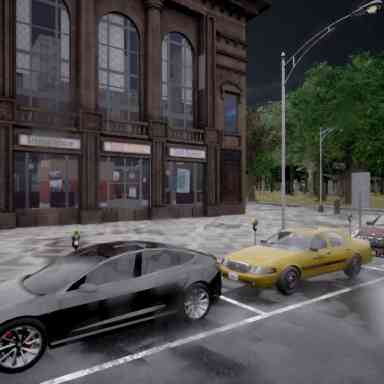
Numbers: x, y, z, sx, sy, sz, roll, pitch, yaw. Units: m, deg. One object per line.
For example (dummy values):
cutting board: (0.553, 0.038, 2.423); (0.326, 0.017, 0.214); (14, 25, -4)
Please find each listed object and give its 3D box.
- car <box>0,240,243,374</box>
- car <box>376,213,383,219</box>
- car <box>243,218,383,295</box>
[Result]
car: (-1.427, 1.566, 5.631); (4.313, 1.339, 1.947); (0, 0, -36)
car: (7.425, 1.441, 11.948); (4.097, 1.590, 1.967); (0, 0, -36)
car: (2.861, 1.525, 8.691); (4.829, 1.417, 1.752); (0, 0, -36)
